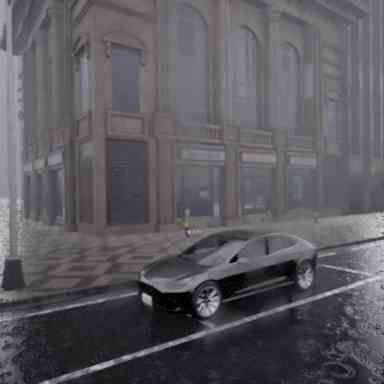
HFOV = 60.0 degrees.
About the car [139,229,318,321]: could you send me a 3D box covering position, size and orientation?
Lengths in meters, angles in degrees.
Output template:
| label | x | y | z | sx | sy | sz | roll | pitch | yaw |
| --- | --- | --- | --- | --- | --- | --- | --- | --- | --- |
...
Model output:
| label | x | y | z | sx | sy | sz | roll | pitch | yaw |
| --- | --- | --- | --- | --- | --- | --- | --- | --- | --- |
| car | 0.967 | 1.531 | 7.228 | 4.313 | 1.339 | 1.947 | -1 | 0 | -35 |
